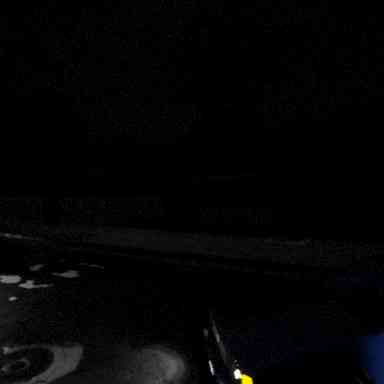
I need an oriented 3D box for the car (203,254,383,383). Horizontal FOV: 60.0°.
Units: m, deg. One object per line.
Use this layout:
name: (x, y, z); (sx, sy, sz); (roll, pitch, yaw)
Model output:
car: (2.866, 1.486, 3.917); (5.357, 1.411, 2.033); (-1, 1, -5)
